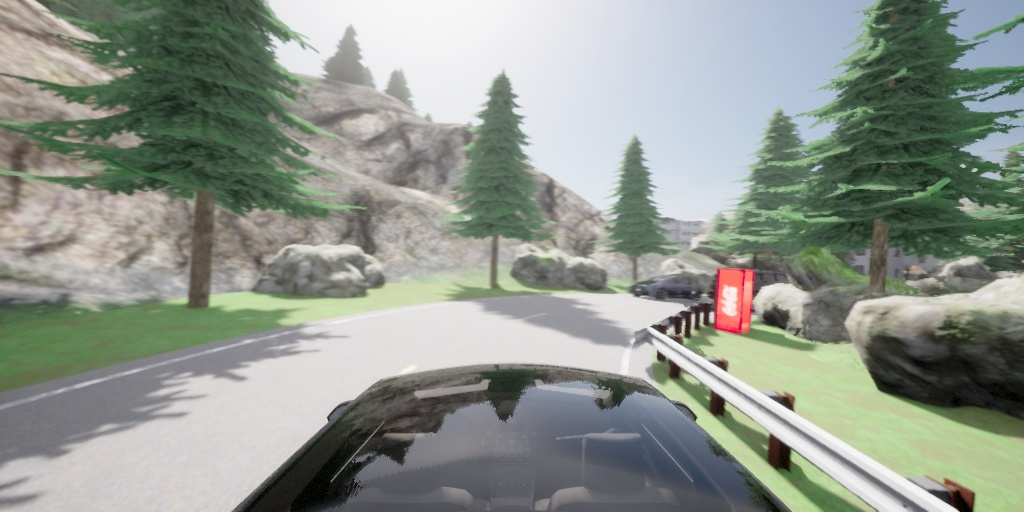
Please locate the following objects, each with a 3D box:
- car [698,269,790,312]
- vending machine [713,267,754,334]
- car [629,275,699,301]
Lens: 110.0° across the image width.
[{"bbox_3d":[12.939,1.749,18.693,5.566,2.045,2.150,4,0,-19],"label":"car"},{"bbox_3d":[7.214,1.379,11.768,0.880,2.100,1.100,0,0,-44],"label":"vending machine"},{"bbox_3d":[8.982,1.830,20.973,4.181,1.385,1.994,4,0,-22],"label":"car"}]
